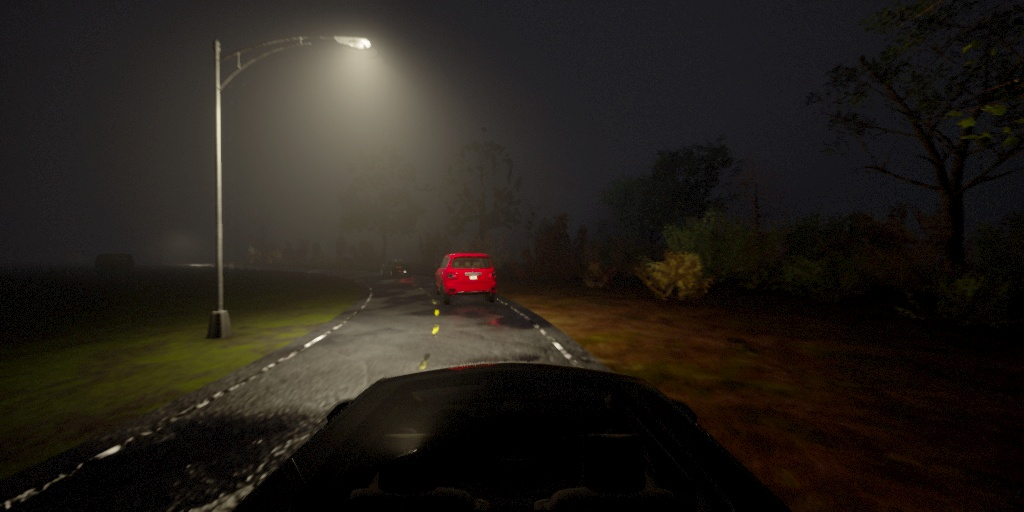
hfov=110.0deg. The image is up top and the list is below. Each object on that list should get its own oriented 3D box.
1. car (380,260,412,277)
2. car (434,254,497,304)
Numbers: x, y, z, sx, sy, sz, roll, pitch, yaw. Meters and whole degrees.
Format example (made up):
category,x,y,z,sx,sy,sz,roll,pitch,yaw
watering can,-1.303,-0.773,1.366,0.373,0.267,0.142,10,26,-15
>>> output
category,x,y,z,sx,sy,sz,roll,pitch,yaw
car,-10.859,1.131,33.528,1.837,1.490,4.892,0,0,-36
car,-2.246,0.920,16.395,2.150,2.045,5.566,0,0,-16
